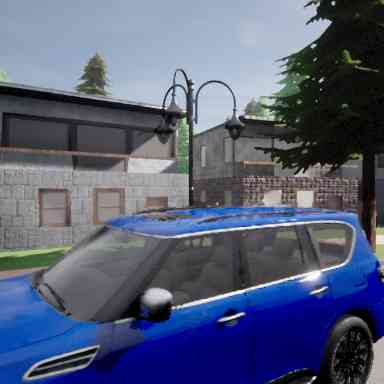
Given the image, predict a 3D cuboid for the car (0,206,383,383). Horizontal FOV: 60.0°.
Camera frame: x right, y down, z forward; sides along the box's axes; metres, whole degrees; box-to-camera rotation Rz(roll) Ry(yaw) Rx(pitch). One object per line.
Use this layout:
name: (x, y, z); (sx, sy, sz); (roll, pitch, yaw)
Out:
car: (-0.151, 1.221, 3.621); (5.566, 2.045, 2.150); (0, 0, -33)
